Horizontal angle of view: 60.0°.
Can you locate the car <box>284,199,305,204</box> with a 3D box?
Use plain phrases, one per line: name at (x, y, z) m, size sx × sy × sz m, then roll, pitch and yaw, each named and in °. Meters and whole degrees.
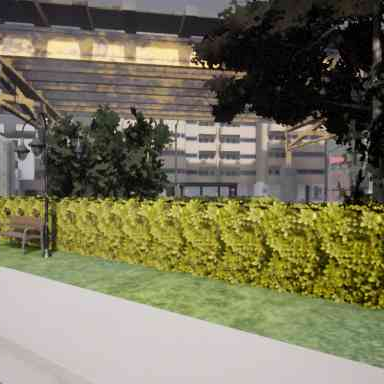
car at (10.248, 1.507, 34.194) m, size 4.892 × 1.490 × 1.837 m, roll 0°, pitch 0°, yaw -9°
